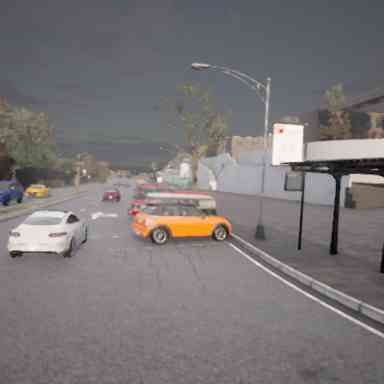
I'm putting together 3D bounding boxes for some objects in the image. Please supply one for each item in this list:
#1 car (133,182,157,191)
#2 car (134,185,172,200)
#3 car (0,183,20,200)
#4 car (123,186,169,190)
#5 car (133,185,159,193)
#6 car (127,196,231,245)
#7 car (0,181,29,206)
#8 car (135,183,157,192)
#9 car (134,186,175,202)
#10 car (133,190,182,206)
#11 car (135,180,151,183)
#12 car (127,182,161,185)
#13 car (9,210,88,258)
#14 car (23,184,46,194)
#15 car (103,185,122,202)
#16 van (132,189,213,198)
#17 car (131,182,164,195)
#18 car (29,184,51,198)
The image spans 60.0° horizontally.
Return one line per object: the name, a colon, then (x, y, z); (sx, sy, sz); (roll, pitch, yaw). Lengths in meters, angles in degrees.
car: (-12.324, -1.468, 86.481); (5.566, 2.045, 2.435); (2, 2, -30)
car: (-5.305, 0.121, 45.062); (4.553, 1.767, 2.185); (2, 2, -30)
car: (-21.009, -0.117, 36.911); (1.882, 1.535, 5.008); (2, 2, -9)
car: (-1.293, 0.953, 21.380); (5.566, 2.045, 2.435); (2, 2, -29)
car: (-9.839, -0.684, 71.683); (5.008, 1.535, 2.097); (2, 1, -30)
car: (-0.371, 1.319, 15.446); (4.553, 1.767, 2.185); (2, 2, -29)
car: (-16.674, 0.055, 29.302); (2.150, 2.045, 5.566); (2, 2, -10)
car: (-10.808, -1.010, 77.608); (4.553, 1.767, 2.185); (2, 2, -30)
car: (-4.741, 0.240, 42.132); (4.553, 1.767, 2.185); (2, 2, -30)
car: (-3.747, 0.630, 36.231); (4.792, 1.488, 2.163); (2, 2, -30)
car: (-6.259, -0.226, 51.005); (5.566, 2.045, 2.435); (2, 2, -30)
car: (-3.228, 0.470, 33.264); (5.566, 2.045, 2.435); (2, 2, -30)
car: (-4.976, 1.381, 11.993); (1.812, 1.442, 4.674); (2, 1, -9)
car: (-23.022, -0.488, 48.866); (1.994, 1.385, 4.181); (2, 2, -9)
car: (-9.423, 0.316, 39.204); (1.812, 1.442, 4.674); (2, 2, -10)
van: (-0.895, 1.096, 18.371); (4.442, 1.987, 1.878); (2, 2, -29)
car: (-8.323, -0.642, 62.788); (5.566, 2.045, 2.435); (2, 2, -30)
car: (-18.533, -0.129, 40.226); (1.882, 1.535, 5.008); (2, 2, -10)
